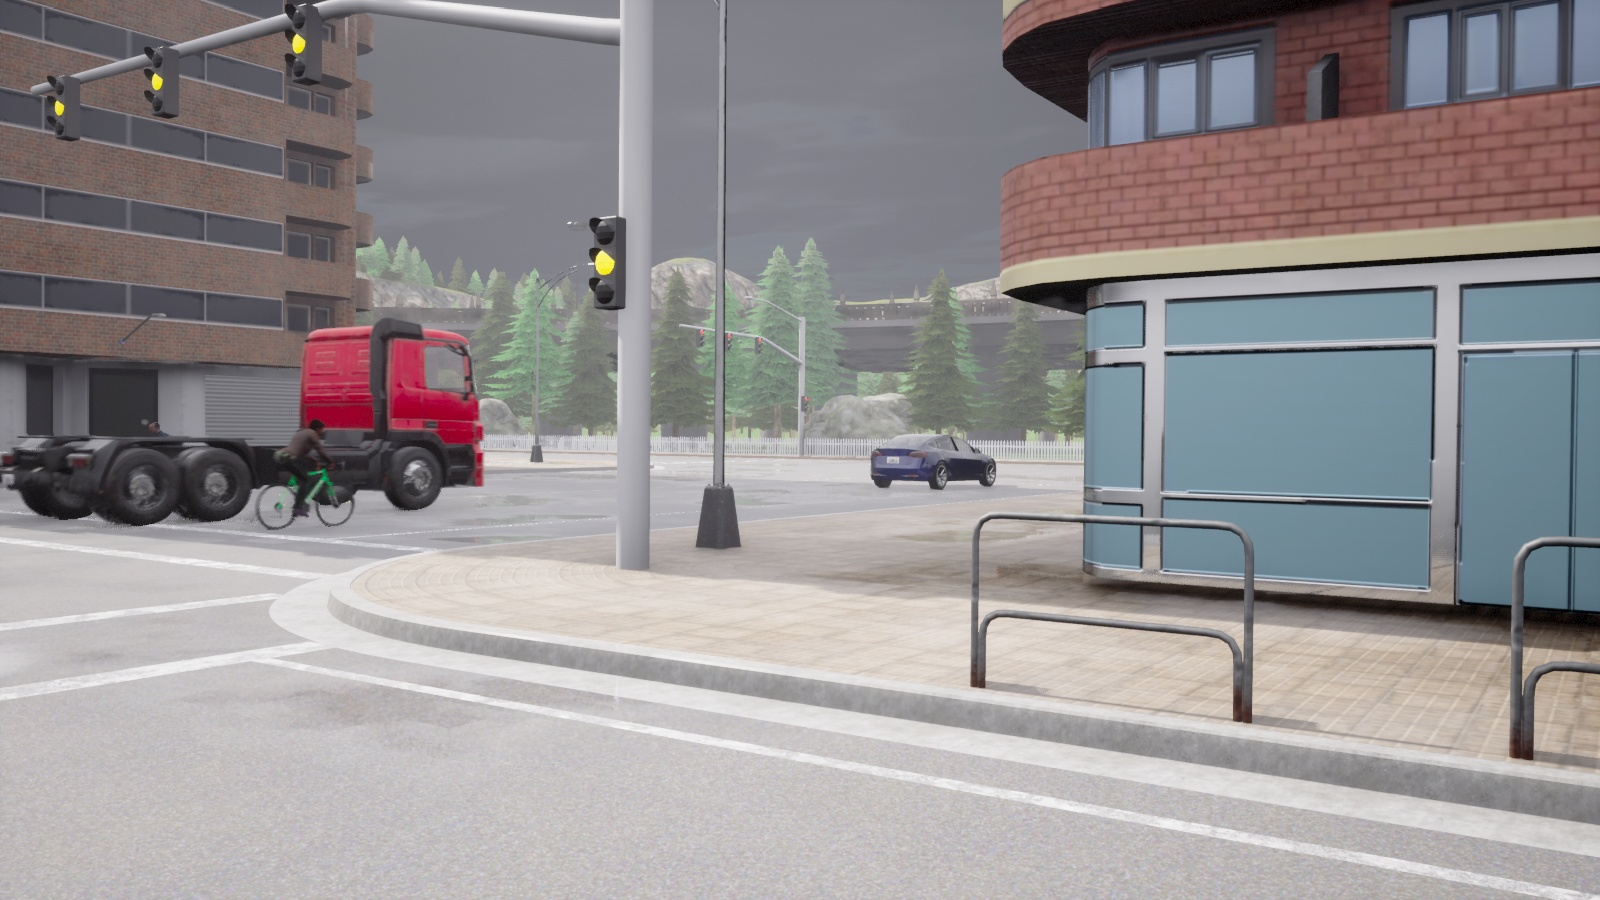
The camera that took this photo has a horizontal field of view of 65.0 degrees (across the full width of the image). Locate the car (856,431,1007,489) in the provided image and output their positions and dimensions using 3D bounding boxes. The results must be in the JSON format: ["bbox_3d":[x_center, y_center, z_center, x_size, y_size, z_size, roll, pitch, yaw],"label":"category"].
[{"bbox_3d":[3.731,0.222,34.811,2.163,1.488,4.792,0,1,34],"label":"car"}]

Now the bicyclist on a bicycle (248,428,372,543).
[{"bbox_3d":[-7.201,0.496,18.536,0.582,1.620,1.656,0,1,34],"label":"bicyclist on a bicycle"}]

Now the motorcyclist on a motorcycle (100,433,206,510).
[{"bbox_3d":[-14.009,0.440,27.231,0.866,1.590,1.817,0,1,34],"label":"motorcyclist on a motorcycle"}]

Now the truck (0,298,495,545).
[{"bbox_3d":[-9.305,-0.462,21.681,2.891,3.462,7.936,0,1,34],"label":"truck"}]
